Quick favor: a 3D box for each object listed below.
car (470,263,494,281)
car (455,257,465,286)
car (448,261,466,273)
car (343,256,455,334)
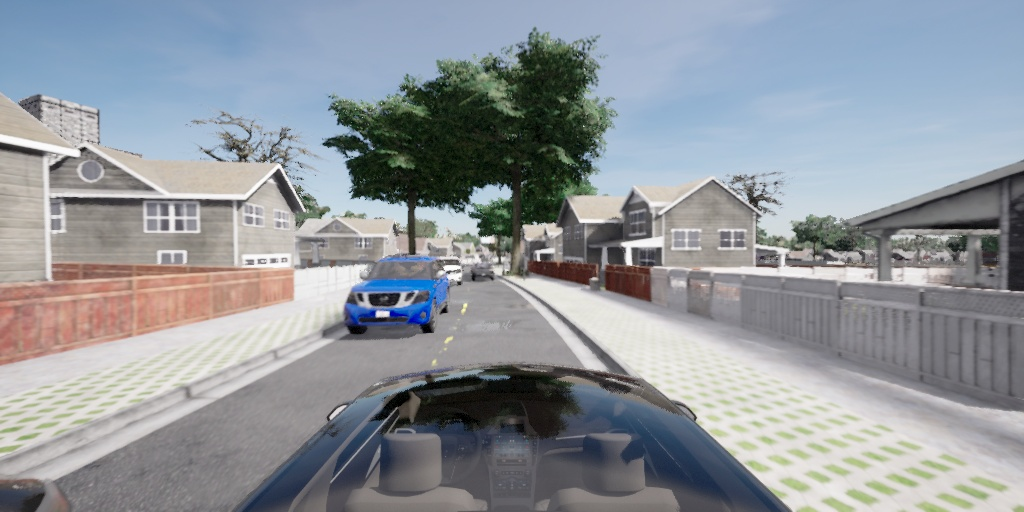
[{"bbox_3d":[-2.621,1.324,31.536,2.128,1.511,4.902,0,0,-8],"label":"car"},{"bbox_3d":[-4.786,1.059,26.620,2.150,2.045,5.566,0,0,-8],"label":"car"},{"bbox_3d":[-7.395,1.432,48.716,2.128,1.511,4.902,0,0,-5],"label":"car"},{"bbox_3d":[-3.235,1.009,11.223,2.150,2.045,5.566,0,0,-4],"label":"car"}]
